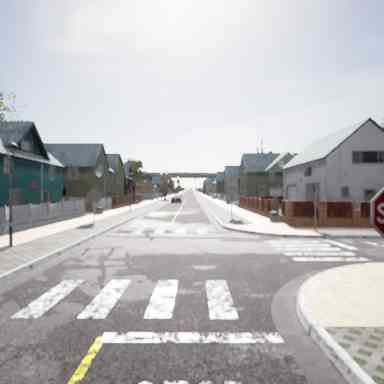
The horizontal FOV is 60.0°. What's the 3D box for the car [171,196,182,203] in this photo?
[{"bbox_3d":[-2.855,1.320,60.807,1.895,1.301,4.718,0,0,0],"label":"car"}]
